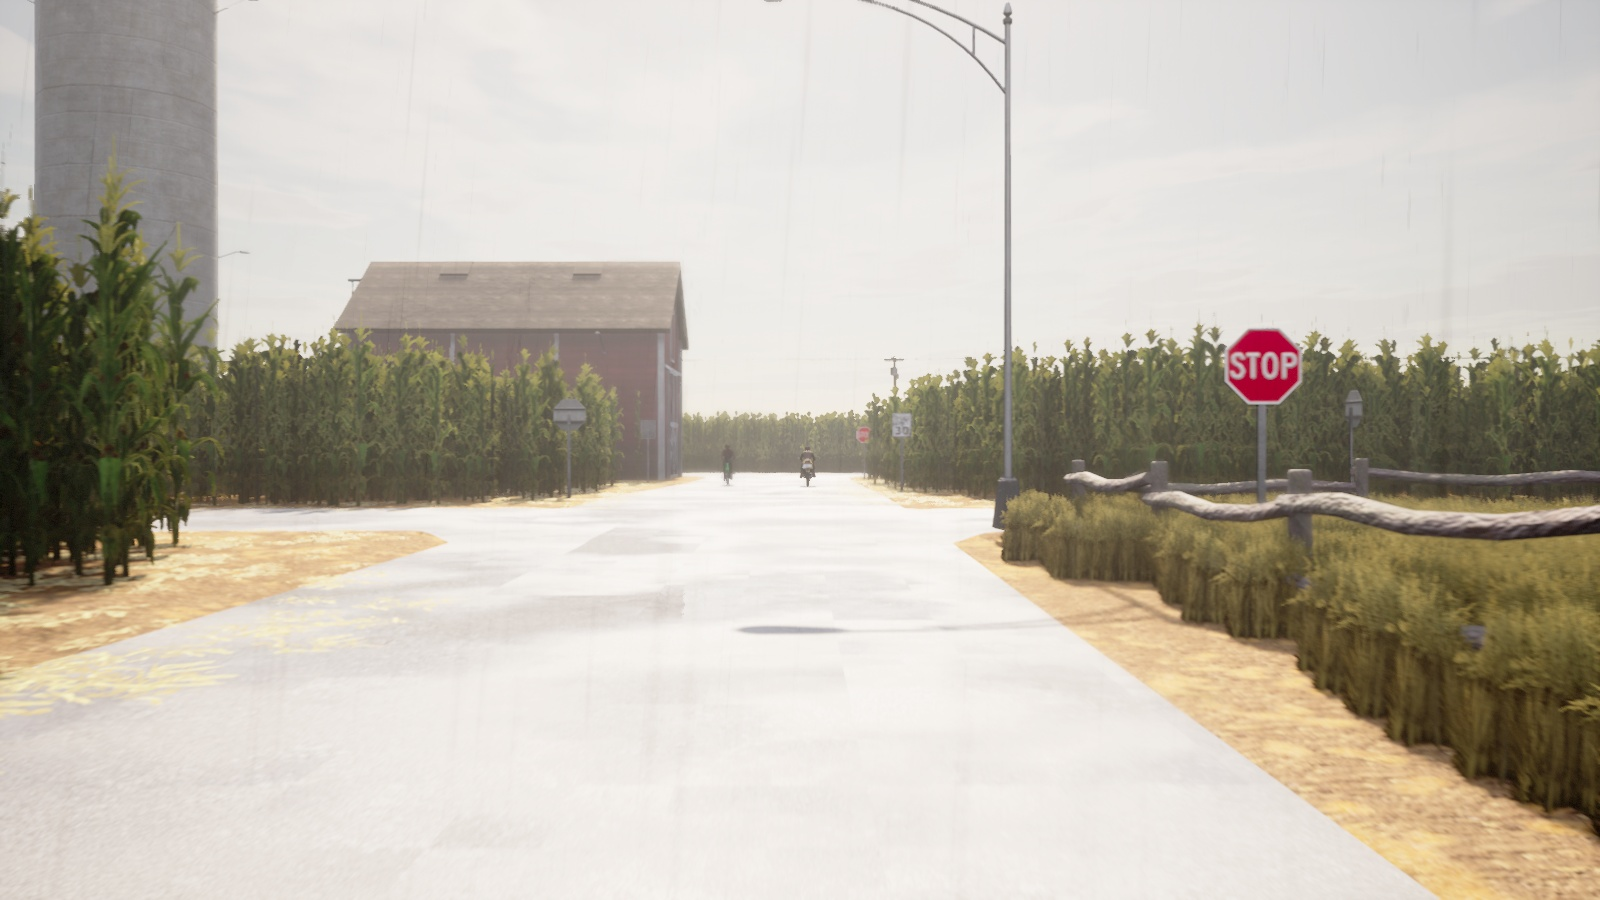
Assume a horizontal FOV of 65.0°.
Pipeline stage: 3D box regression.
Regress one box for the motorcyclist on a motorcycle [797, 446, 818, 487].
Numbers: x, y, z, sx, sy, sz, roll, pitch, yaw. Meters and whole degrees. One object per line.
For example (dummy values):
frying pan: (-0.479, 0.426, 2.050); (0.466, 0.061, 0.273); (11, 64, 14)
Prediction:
motorcyclist on a motorcycle: (0.284, 0.607, 47.165); (0.797, 1.523, 2.044); (0, 0, 0)
